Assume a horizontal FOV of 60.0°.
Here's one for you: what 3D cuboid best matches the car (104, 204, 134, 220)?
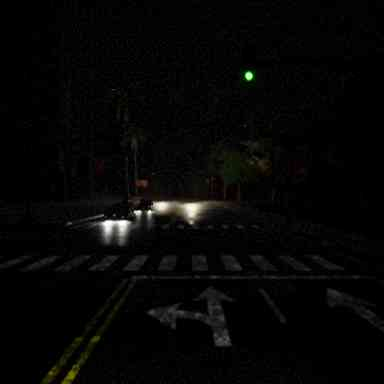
[{"bbox_3d":[-6.472,1.760,29.749,1.994,1.385,4.181,0,0,0],"label":"car"}]

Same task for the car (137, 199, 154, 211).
[{"bbox_3d":[-6.478,1.805,46.655,1.837,1.490,4.892,0,3,0],"label":"car"}]
